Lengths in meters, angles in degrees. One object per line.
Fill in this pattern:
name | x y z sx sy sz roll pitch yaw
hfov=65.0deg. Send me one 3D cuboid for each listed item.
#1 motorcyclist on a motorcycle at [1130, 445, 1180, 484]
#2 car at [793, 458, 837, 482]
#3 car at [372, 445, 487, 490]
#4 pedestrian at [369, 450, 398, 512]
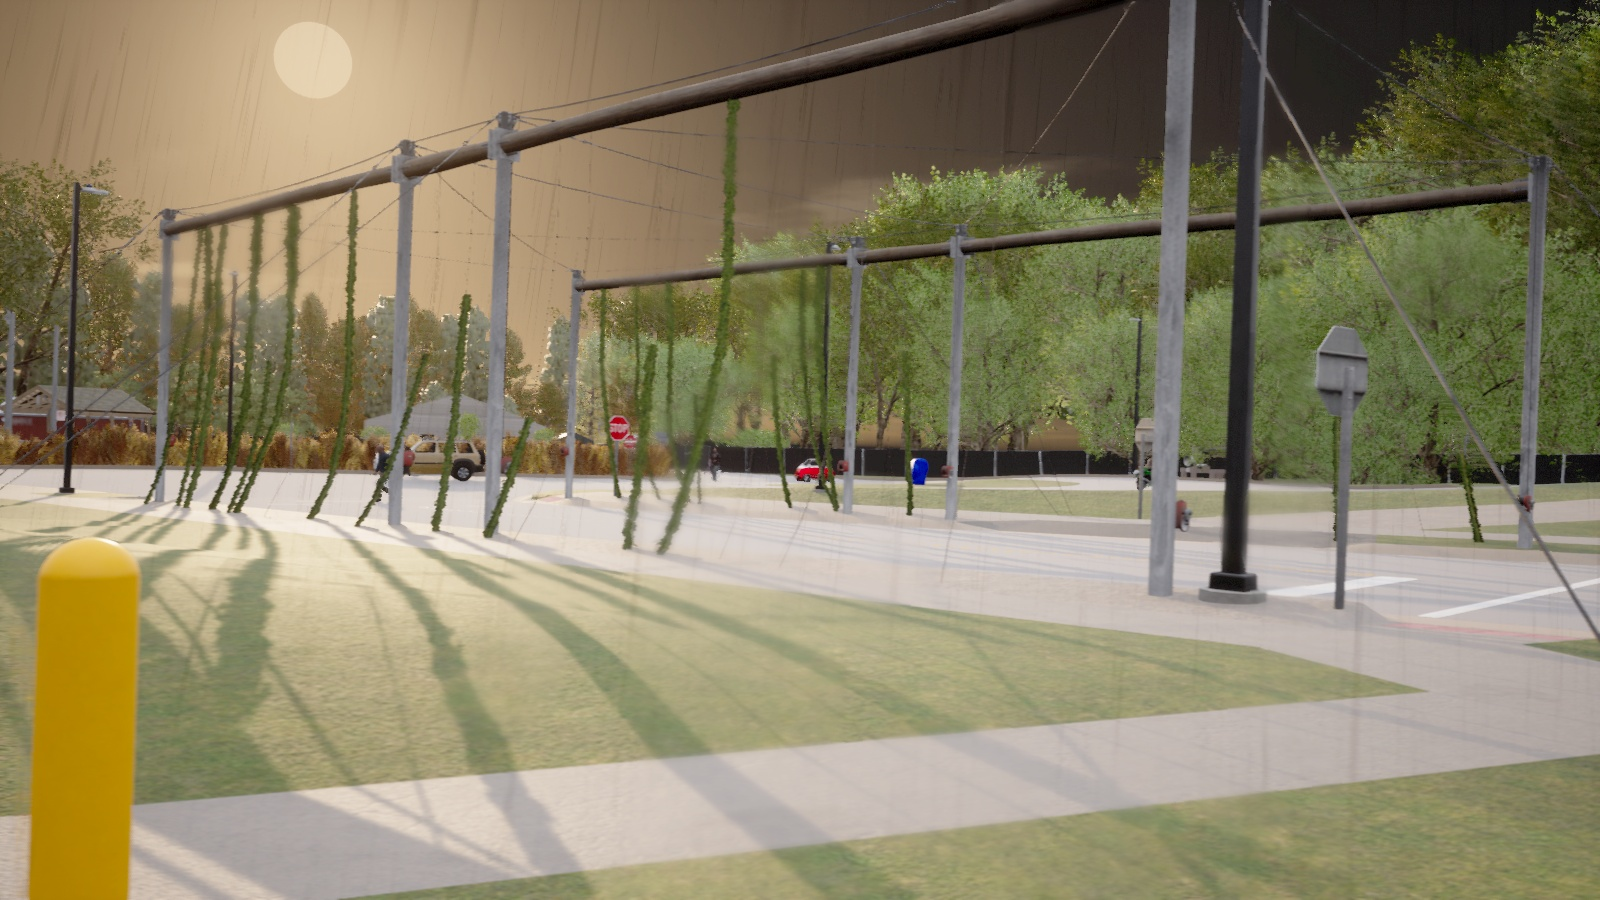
motorcyclist on a motorcycle | 14.358 0.579 50.761 2.044 1.523 0.797 -1 1 -35
car | 0.844 1.167 73.082 2.207 1.376 1.481 0 -1 -18
car | -16.060 0.741 54.426 4.605 1.855 1.932 0 1 -21
pedestrian | -12.599 0.927 37.993 0.726 1.842 0.402 1 0 -34
